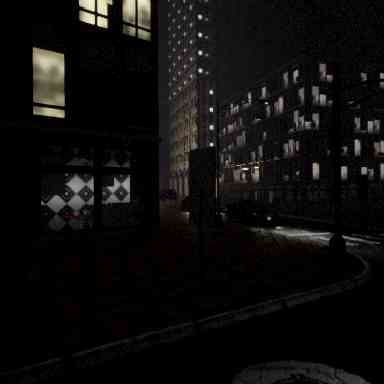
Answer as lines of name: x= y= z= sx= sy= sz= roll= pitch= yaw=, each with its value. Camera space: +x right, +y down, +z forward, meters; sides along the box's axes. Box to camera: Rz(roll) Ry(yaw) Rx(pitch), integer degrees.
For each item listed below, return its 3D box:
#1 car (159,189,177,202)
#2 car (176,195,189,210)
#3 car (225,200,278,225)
car: x=-4.030 y=0.537 z=54.624 sx=2.150 sy=2.045 sz=5.566 roll=-1 pitch=1 yaw=-18
car: x=0.289 y=1.150 z=32.739 sx=1.837 sy=1.490 sz=4.892 roll=-1 pitch=1 yaw=-19
car: x=3.842 y=1.291 z=22.278 sx=2.128 sy=1.511 sz=4.902 roll=-1 pitch=1 yaw=-19
